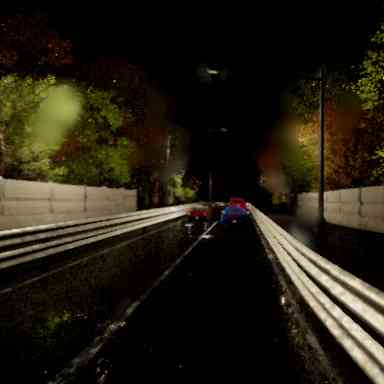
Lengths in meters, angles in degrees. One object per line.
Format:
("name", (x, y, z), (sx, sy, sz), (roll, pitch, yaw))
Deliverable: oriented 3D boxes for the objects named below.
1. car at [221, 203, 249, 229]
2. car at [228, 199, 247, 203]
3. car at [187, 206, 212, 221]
("car", (3.198, 1.836, 24.665), (1.882, 1.535, 5.008), (1, 0, 9))
("car", (5.740, 1.858, 41.838), (2.150, 2.045, 5.566), (1, -1, 8))
("car", (0.762, 2.020, 31.724), (1.895, 1.301, 4.718), (1, -1, 8))
